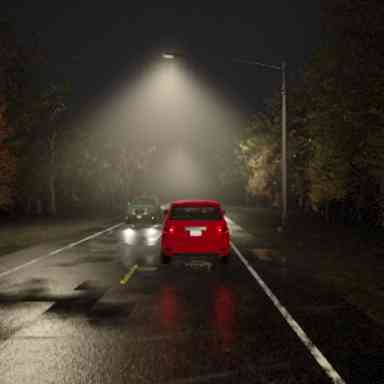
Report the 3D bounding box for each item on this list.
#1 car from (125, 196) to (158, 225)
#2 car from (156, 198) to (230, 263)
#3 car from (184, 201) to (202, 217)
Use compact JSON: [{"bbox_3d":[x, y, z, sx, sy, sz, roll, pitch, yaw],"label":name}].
[{"bbox_3d":[-3.600,1.351,25.469,2.150,2.045,5.566,0,0,0],"label":"car"},{"bbox_3d":[0.101,1.287,12.311,2.150,2.045,5.566,0,0,0],"label":"car"},{"bbox_3d":[0.094,1.701,34.529,1.812,1.442,4.674,0,0,0],"label":"car"}]
